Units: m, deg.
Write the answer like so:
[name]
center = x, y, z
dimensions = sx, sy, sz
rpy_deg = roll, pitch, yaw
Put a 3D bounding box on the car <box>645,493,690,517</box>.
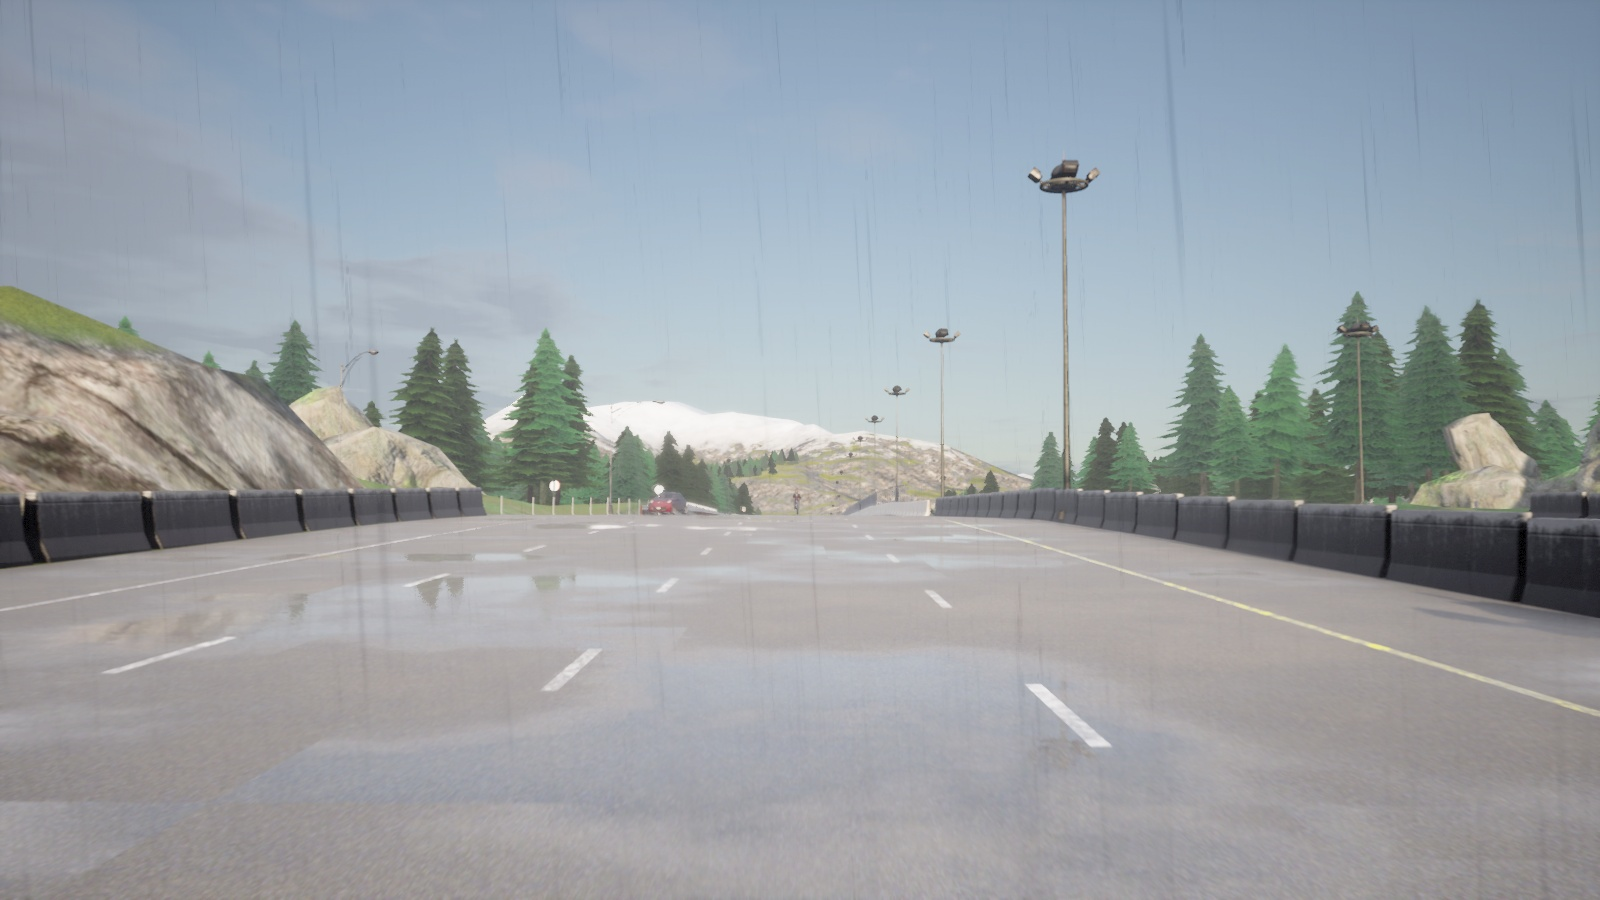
[car]
center = -8.530, 3.532, 80.891
dimensions = 1.845, 1.501, 3.633
rpy_deg = -1, -3, 12
